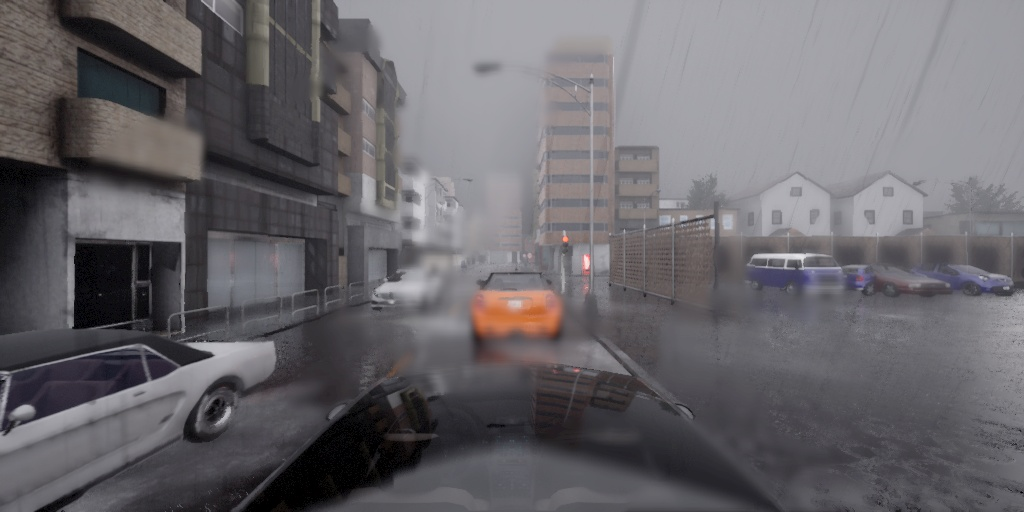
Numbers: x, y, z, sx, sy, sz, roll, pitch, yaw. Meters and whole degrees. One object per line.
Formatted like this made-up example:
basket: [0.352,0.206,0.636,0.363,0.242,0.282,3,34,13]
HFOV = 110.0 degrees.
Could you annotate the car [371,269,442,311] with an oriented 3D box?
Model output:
car: [-4.045,1.270,14.500,1.812,1.442,4.674,0,0,0]

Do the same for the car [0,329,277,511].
car: [-4.096,1.351,2.563,1.895,1.301,4.718,0,0,0]

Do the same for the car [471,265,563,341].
car: [0.102,1.098,10.009,2.097,1.767,4.553,0,0,0]
